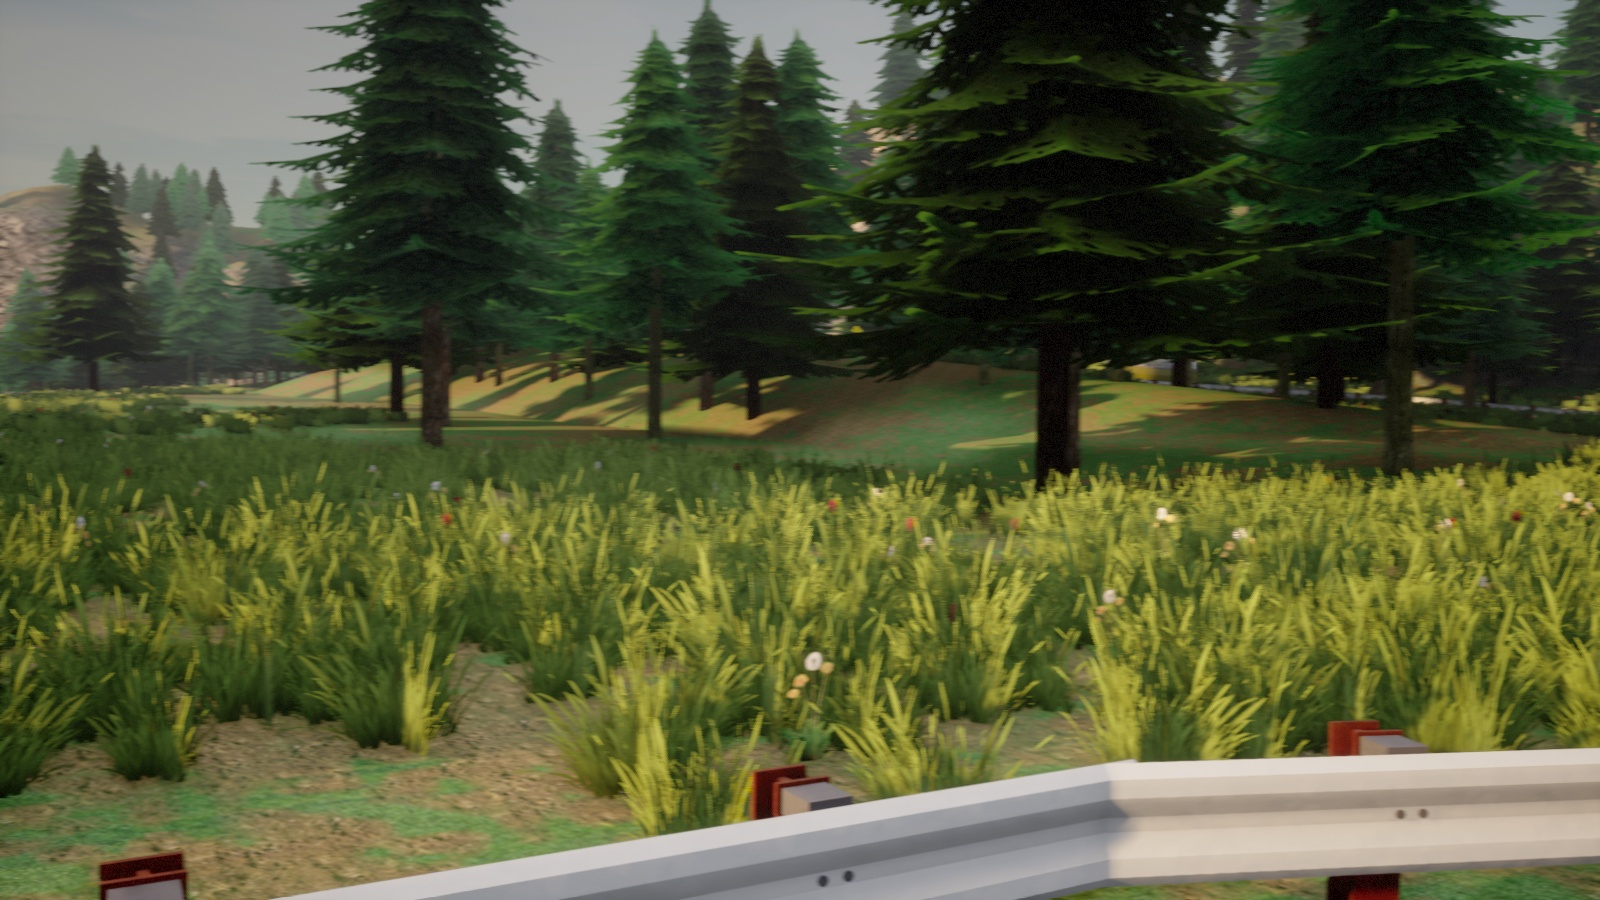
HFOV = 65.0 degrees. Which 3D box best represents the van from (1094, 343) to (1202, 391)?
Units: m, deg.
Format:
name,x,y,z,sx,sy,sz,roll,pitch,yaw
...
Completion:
name,x,y,z,sx,sy,sz,roll,pitch,yaw
van,16.419,-3.935,59.283,4.442,1.987,1.775,6,5,32
